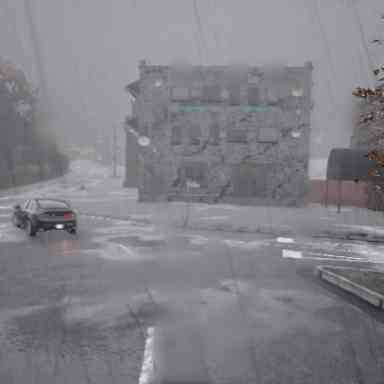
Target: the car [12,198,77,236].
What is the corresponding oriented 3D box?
[{"bbox_3d":[-6.748,1.026,15.149,1.837,1.490,4.892,1,1,-38],"label":"car"}]
